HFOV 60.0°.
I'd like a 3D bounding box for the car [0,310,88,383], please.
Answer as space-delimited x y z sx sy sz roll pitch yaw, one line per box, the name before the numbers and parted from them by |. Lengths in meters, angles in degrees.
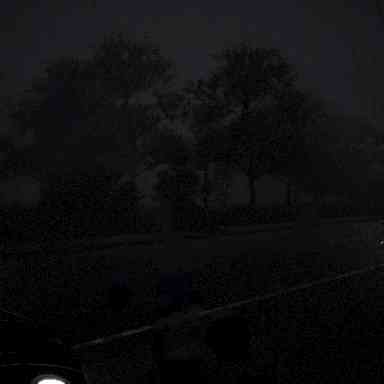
car | -2.843 1.353 1.724 4.553 1.767 2.097 0 0 -35
